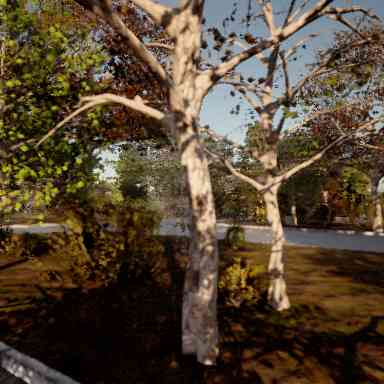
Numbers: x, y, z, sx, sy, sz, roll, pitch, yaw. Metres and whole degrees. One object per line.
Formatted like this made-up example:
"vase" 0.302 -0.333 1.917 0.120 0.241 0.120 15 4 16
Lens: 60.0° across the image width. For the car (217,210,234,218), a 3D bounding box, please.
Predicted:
"car" 5.292 3.234 51.060 2.097 1.767 4.553 -2 -4 44
